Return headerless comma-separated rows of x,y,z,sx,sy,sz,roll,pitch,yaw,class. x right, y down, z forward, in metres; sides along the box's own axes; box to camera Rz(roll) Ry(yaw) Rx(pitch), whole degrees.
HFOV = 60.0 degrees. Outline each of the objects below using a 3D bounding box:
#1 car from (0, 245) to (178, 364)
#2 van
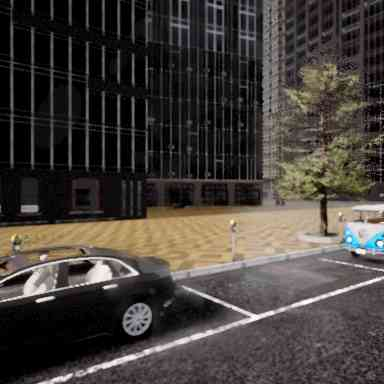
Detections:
-2.295,1.549,4.921,4.403,1.369,2.008,0,0,-36,car
6.932,1.318,11.508,3.998,1.788,1.690,0,0,-36,van
